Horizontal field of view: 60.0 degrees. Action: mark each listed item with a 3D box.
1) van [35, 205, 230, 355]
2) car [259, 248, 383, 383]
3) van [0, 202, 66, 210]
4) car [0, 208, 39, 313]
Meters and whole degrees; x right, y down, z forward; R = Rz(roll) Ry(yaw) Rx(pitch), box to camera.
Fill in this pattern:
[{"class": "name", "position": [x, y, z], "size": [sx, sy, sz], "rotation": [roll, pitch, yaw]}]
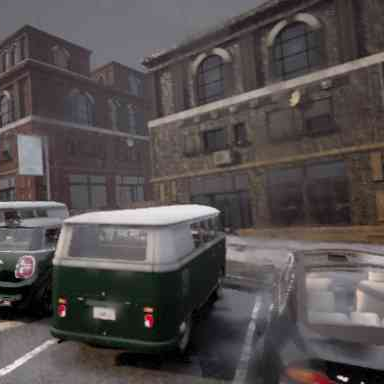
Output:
[{"class": "van", "position": [-0.494, 1.266, 6.207], "size": [1.878, 1.987, 4.442], "rotation": [0, -1, 16]}, {"class": "car", "position": [1.955, 1.487, 4.317], "size": [2.231, 1.521, 4.892], "rotation": [0, -1, 16]}, {"class": "van", "position": [-5.507, 1.270, 9.517], "size": [1.878, 1.987, 4.442], "rotation": [0, -1, 16]}, {"class": "car", "position": [-3.013, 1.368, 7.832], "size": [2.185, 1.767, 4.553], "rotation": [0, -1, 16]}]
